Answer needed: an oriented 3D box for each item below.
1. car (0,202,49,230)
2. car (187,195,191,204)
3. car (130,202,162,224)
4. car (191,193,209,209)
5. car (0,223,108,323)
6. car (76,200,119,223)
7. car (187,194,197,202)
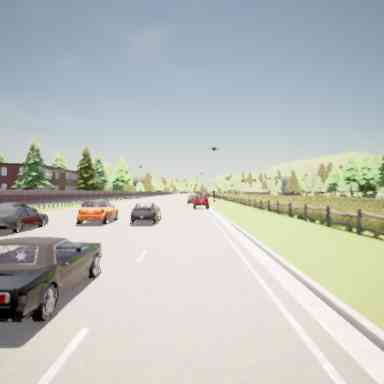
[{"bbox_3d":[-10.395,1.564,19.619,2.033,1.411,5.357,0,0,0],"label":"car"},{"bbox_3d":[0.014,1.582,63.364,1.812,1.442,4.674,0,0,0],"label":"car"},{"bbox_3d":[-3.394,1.513,25.017,2.128,1.511,4.902,0,0,0],"label":"car"},{"bbox_3d":[1.235,1.264,46.171,2.150,2.045,5.566,0,0,0],"label":"car"},{"bbox_3d":[-3.399,1.607,7.180,1.895,1.301,4.718,0,0,0],"label":"car"},{"bbox_3d":[-6.896,1.374,24.760,2.097,1.767,4.553,0,0,0],"label":"car"},{"bbox_3d":[0.017,1.350,77.691,2.097,1.767,4.553,0,0,0],"label":"car"}]
